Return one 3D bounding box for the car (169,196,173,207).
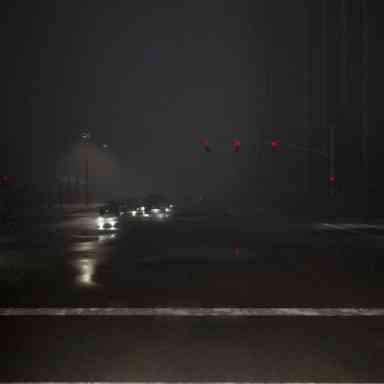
[{"bbox_3d":[-4.281,1.601,48.426,1.895,1.301,4.718,0,0,-1],"label":"car"}]

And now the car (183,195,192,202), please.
[{"bbox_3d":[-0.958,1.478,75.364,1.882,1.535,5.008,0,0,-1],"label":"car"}]

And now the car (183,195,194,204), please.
[{"bbox_3d":[-0.758,1.352,65.361,2.097,1.767,4.553,0,0,-1],"label":"car"}]

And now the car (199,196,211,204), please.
[{"bbox_3d":[2.748,1.491,64.776,2.128,1.511,4.902,0,0,-1],"label":"car"}]

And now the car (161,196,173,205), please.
[{"bbox_3d":[-4.367,1.478,58.865,1.882,1.535,5.008,0,0,0],"label":"car"}]

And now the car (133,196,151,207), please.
[{"bbox_3d":[-7.823,1.491,52.532,2.128,1.511,4.902,0,0,-1],"label":"car"}]

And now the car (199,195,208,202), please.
[{"bbox_3d":[2.545,1.524,75.160,1.812,1.442,4.674,0,0,-1],"label":"car"}]

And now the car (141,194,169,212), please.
[{"bbox_3d":[-4.186,1.221,38.479,2.150,2.045,5.566,0,0,-1],"label":"car"}]

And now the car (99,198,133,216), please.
[{"bbox_3d":[-7.704,1.491,32.845,2.128,1.511,4.902,0,0,2],"label":"car"}]

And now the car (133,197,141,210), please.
[{"bbox_3d":[-7.725,1.478,42.148,1.882,1.535,5.008,0,0,-1],"label":"car"}]

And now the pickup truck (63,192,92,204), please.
[{"bbox_3d":[-20.926,1.059,59.994,2.390,2.098,6.274,0,0,30],"label":"pickup truck"}]
